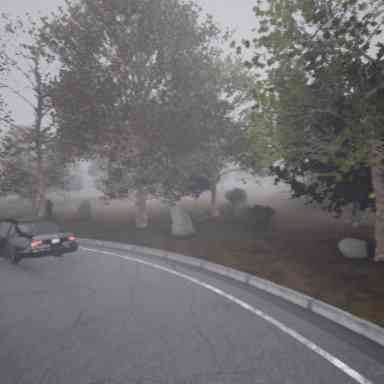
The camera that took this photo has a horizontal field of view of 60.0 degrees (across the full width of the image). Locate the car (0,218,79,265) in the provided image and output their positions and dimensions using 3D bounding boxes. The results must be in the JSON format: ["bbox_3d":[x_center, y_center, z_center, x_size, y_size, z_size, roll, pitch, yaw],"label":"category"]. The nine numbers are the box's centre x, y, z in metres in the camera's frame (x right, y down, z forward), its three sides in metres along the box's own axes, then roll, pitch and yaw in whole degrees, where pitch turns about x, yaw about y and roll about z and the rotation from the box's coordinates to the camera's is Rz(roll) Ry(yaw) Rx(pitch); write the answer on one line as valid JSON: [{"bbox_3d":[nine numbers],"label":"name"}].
[{"bbox_3d":[-6.398,1.661,12.196,5.357,1.411,2.033,-1,0,37],"label":"car"}]
